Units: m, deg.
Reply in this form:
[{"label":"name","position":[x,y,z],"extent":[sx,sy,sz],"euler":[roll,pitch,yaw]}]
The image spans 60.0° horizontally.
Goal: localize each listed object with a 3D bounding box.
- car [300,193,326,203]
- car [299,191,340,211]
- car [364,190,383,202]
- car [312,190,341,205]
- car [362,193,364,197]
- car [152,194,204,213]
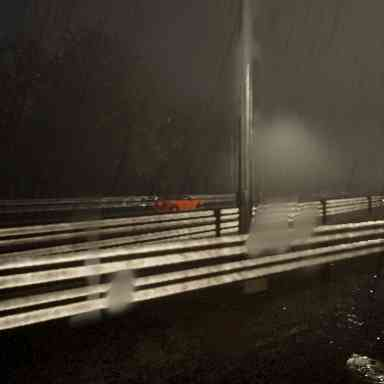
[{"label":"car","position":[17.754,0.858,48.627],"extent":[1.895,1.301,4.718],"euler":[0,1,41]},{"label":"car","position":[11.651,0.958,31.037],"extent":[2.128,1.511,4.902],"euler":[0,1,41]},{"label":"car","position":[27.671,0.745,49.325],"extent":[2.033,1.411,5.357],"euler":[0,1,41]},{"label":"car","position":[17.422,0.669,42.934],"extent":[2.097,1.767,4.553],"euler":[0,1,41]},{"label":"car","position":[32.386,0.423,60.014],"extent":[2.097,1.767,4.553],"euler":[0,1,41]},{"label":"car","position":[-1.049,0.922,27.164],"extent":[2.097,1.767,4.553],"euler":[0,1,41]}]
